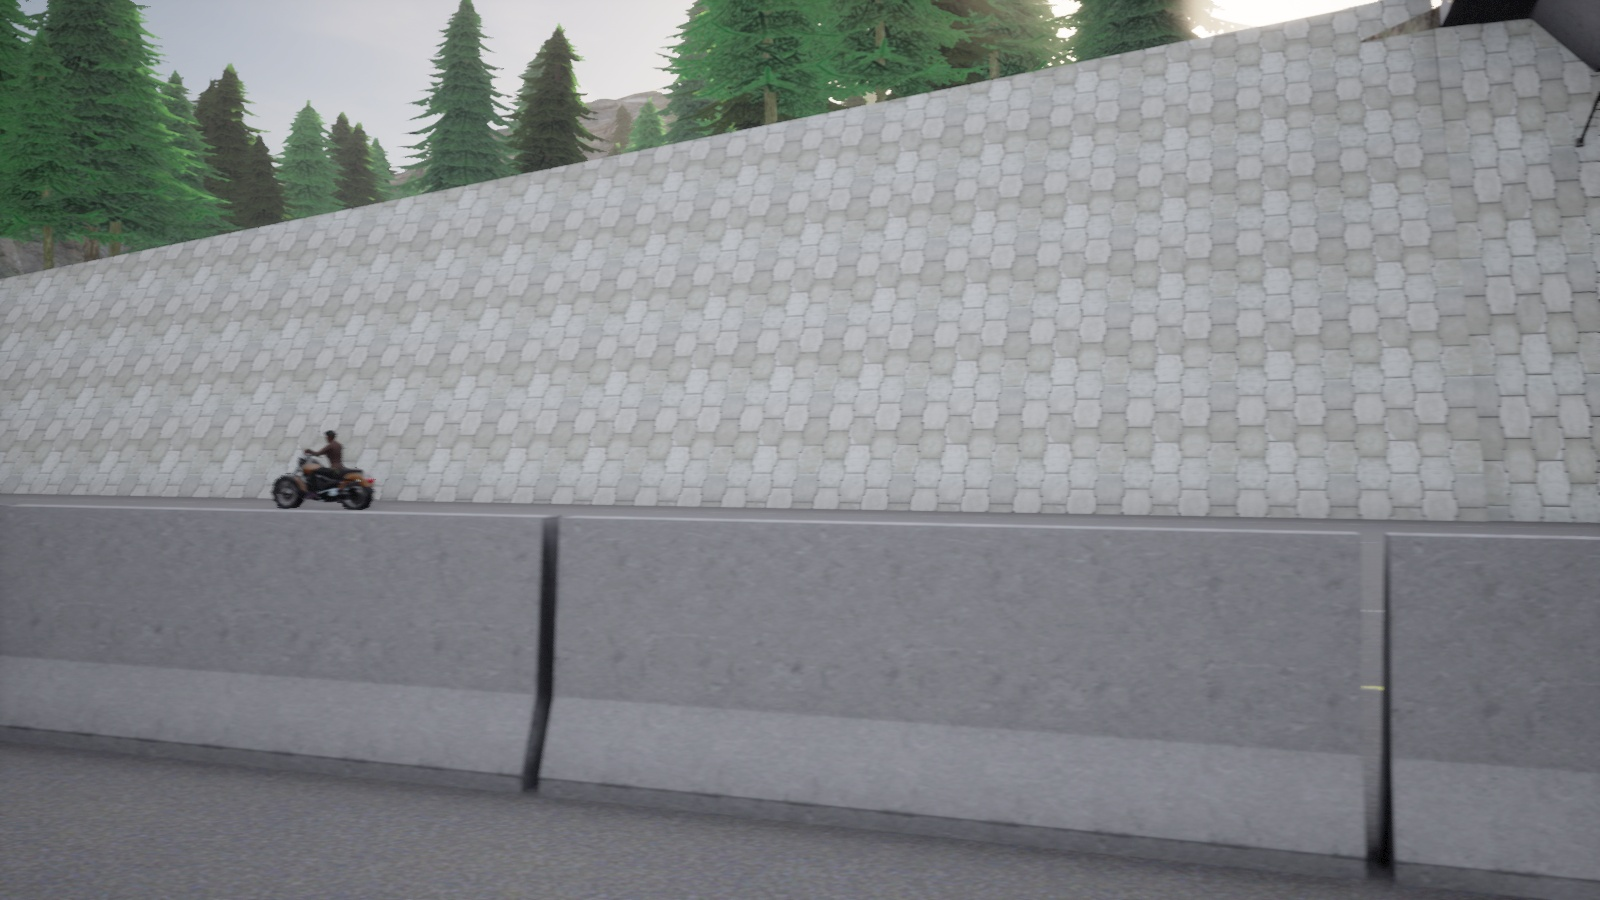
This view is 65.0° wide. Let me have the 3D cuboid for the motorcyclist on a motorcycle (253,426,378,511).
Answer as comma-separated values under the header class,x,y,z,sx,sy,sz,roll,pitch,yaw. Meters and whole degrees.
class,x,y,z,sx,sy,sz,roll,pitch,yaw
motorcyclist on a motorcycle,-9.597,0.342,24.883,2.350,1.649,0.766,0,1,19
